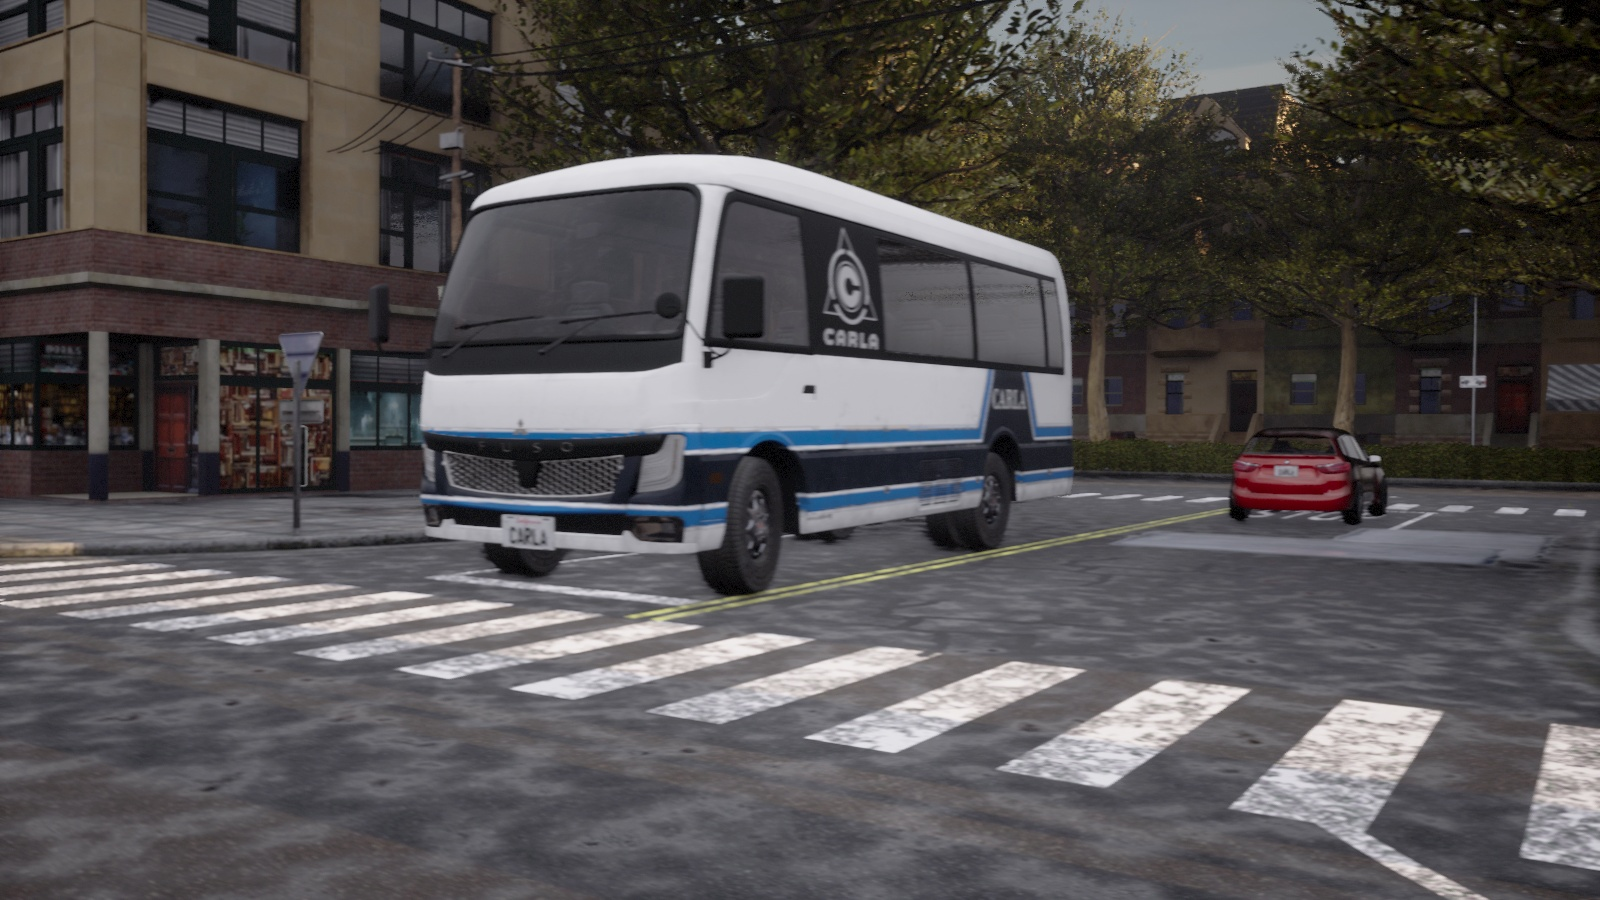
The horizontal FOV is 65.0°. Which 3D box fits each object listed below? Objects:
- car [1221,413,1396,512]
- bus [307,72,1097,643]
[{"bbox_3d":[9.629,0.170,23.545,2.242,1.667,4.611,0,1,32],"label":"car"},{"bbox_3d":[-0.074,-0.841,14.780,3.944,4.253,10.273,0,2,31],"label":"bus"}]
